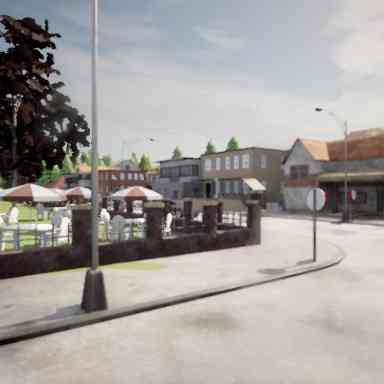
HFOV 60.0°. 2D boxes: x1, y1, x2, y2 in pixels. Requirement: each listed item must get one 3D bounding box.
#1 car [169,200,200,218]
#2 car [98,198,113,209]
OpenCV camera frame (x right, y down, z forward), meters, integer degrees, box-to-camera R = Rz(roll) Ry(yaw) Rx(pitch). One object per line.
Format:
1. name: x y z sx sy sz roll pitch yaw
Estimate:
1. car: -1.225 1.489 29.780 1.837 1.490 4.892 0 0 -35
2. car: -12.497 1.510 45.659 1.812 1.442 4.674 0 0 -35
